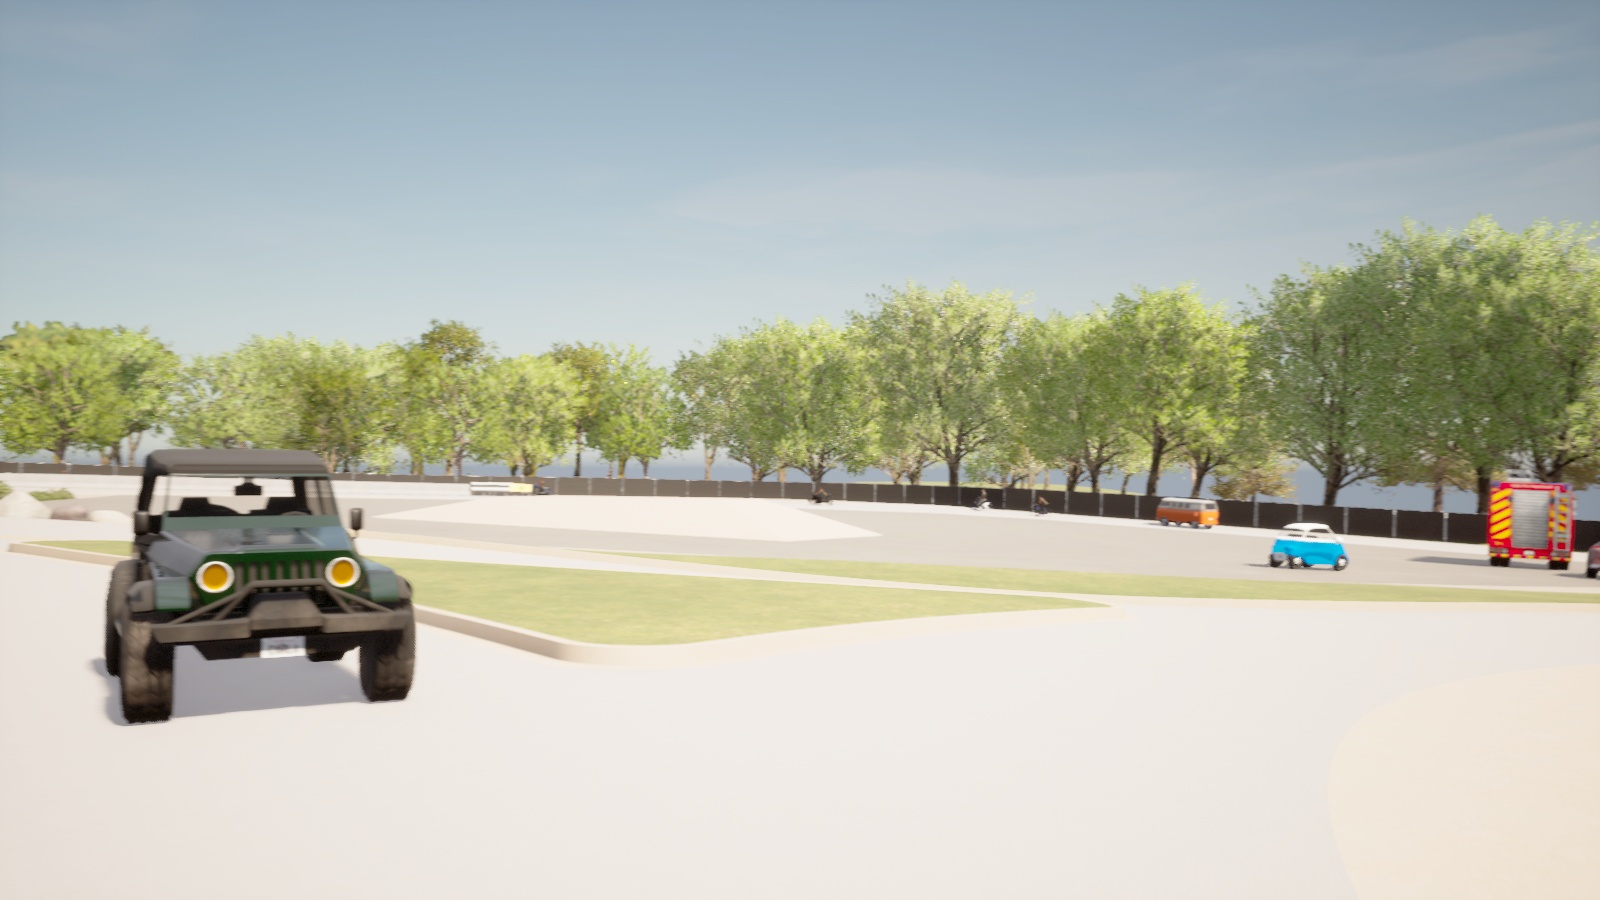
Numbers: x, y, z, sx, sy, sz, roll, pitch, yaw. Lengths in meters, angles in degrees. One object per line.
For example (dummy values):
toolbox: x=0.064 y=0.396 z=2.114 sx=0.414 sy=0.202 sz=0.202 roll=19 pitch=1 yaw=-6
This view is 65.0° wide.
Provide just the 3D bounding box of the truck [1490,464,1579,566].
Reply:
truck: x=30.536 y=2.678 z=52.188 sx=2.891 sy=3.827 sz=8.468 roll=2 pitch=-2 yaw=31

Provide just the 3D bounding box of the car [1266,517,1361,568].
car: x=15.402 y=2.779 z=37.703 sx=2.207 sy=1.376 sz=1.481 roll=3 pitch=-1 yaw=-24

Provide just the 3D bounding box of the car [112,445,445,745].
car: x=-4.320 y=0.954 z=10.027 sx=1.905 sy=1.878 sz=3.866 roll=0 pitch=-1 yaw=-31

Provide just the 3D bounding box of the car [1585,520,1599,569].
car: x=29.333 y=3.381 z=44.017 sx=2.152 sy=1.651 sz=5.027 roll=3 pitch=-1 yaw=42

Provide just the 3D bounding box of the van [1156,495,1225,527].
van: x=27.241 y=4.243 z=87.761 sx=1.775 sy=1.987 sz=4.442 roll=1 pitch=1 yaw=-35
